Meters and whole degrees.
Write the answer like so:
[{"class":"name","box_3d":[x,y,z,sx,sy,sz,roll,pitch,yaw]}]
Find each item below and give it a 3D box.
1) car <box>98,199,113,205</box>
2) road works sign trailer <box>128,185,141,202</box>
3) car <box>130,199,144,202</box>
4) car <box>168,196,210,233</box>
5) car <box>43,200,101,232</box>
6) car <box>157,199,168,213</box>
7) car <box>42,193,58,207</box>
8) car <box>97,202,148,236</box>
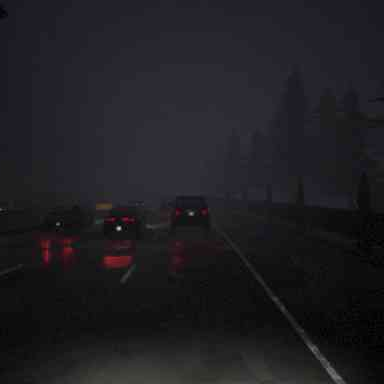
[{"class":"car","box_3d":[-10.003,1.486,37.913,1.882,1.535,5.008,0,0,-13]},{"class":"road works sign trailer","box_3d":[-10.591,0.478,60.832,2.380,3.560,2.880,0,0,-28]},{"class":"car","box_3d":[-6.075,1.499,36.359,2.128,1.511,4.902,0,0,-12]},{"class":"car","box_3d":[-0.194,1.225,19.753,2.150,2.045,5.566,0,0,-3]},{"class":"car","box_3d":[-7.238,1.496,20.003,2.128,1.511,4.902,0,0,-4]},{"class":"car","box_3d":[-2.839,1.486,37.939,1.882,1.535,5.008,0,0,-13]},{"class":"car","box_3d":[-22.118,1.233,51.736,2.150,2.045,5.566,0,0,-23]},{"class":"car","box_3d":[-3.647,1.509,18.539,1.837,1.490,4.892,0,0,-3]}]
